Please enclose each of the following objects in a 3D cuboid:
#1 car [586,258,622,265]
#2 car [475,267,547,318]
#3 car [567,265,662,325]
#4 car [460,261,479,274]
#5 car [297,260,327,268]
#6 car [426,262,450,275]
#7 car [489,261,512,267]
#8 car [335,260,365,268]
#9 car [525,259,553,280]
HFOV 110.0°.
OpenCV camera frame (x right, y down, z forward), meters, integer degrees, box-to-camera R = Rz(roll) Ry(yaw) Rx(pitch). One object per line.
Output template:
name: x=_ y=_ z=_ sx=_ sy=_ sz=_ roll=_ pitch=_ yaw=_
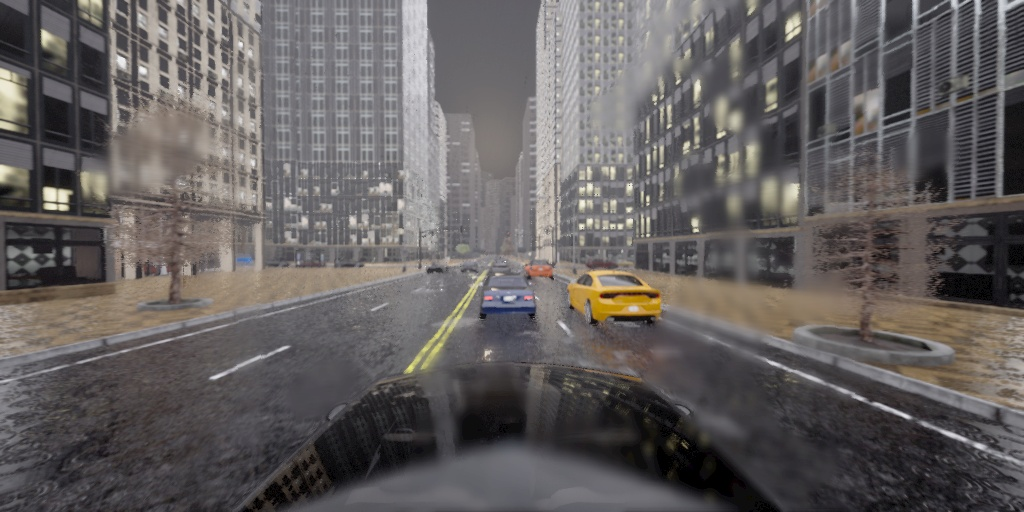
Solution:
car: x=14.026 y=1.196 z=56.169 sx=5.009 sy=1.841 sz=2.192 roll=0 pitch=0 yaw=-2
car: x=-0.202 y=1.293 z=12.999 sx=2.033 sy=1.411 sz=5.357 roll=0 pitch=0 yaw=-2
car: x=3.075 y=1.215 z=11.776 sx=1.882 sy=1.535 sz=5.008 roll=0 pitch=0 yaw=-2
car: x=-4.855 y=1.278 z=41.675 sx=2.033 sy=1.411 sz=5.357 roll=0 pitch=0 yaw=-2
car: x=-30.569 y=1.189 z=54.869 sx=4.207 sy=1.307 sz=1.802 roll=0 pitch=0 yaw=-1
car: x=-8.002 y=1.344 z=38.901 sx=1.895 sy=1.301 sz=4.718 roll=0 pitch=0 yaw=-2
car: x=-1.015 y=1.223 z=31.849 sx=2.128 sy=1.511 sz=4.902 roll=0 pitch=0 yaw=-3
car: x=-24.885 y=1.209 z=54.986 sx=4.313 sy=1.339 sz=1.948 roll=0 pitch=0 yaw=-1
car: x=2.258 y=1.076 z=31.327 sx=2.097 sy=1.767 sz=4.553 roll=0 pitch=0 yaw=-2
